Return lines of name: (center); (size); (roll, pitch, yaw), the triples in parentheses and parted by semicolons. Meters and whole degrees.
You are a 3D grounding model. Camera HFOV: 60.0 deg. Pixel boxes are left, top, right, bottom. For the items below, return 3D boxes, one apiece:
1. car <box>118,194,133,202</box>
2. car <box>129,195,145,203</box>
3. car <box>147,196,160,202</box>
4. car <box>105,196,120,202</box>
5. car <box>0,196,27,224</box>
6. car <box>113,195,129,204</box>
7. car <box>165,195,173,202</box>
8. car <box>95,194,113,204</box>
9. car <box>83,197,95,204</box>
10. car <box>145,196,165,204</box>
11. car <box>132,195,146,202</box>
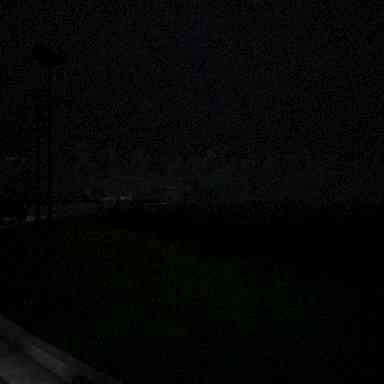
car: (-16.297, 1.468, 81.916); (2.097, 1.767, 4.553); (0, 0, 10)
car: (-11.160, 1.569, 70.925); (2.097, 1.767, 4.553); (0, 0, 10)
car: (-9.401, 1.636, 80.707); (1.994, 1.385, 4.181); (0, 0, 10)
car: (-19.735, 1.651, 82.565); (1.812, 1.442, 4.674); (0, 0, 10)
car: (-15.069, 1.346, 25.861); (2.150, 2.045, 5.566); (-1, 0, -1)
car: (-14.610, 1.834, 71.510); (1.895, 1.301, 4.718); (0, 0, 10)
car: (-5.957, 1.547, 80.088); (1.882, 1.535, 5.008); (0, 0, 10)
car: (-18.130, 1.466, 71.720); (2.150, 2.045, 5.566); (0, 0, 10)
car: (-21.578, 1.806, 72.309); (2.033, 1.411, 5.357); (0, 0, 10)
car: (-7.726, 1.762, 70.242); (1.994, 1.385, 4.181); (0, 0, 10)
car: (-12.846, 1.576, 81.326); (1.882, 1.535, 5.008); (0, 0, 10)
